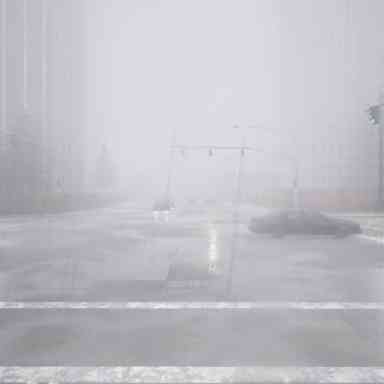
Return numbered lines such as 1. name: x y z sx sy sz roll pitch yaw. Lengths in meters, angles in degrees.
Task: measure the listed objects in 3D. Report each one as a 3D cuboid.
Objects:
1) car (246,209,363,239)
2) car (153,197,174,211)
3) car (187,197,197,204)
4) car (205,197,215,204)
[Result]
1. car: 5.478 1.548 16.630 5.357 1.411 2.033 0 0 -1
2. car: -3.587 1.564 40.774 1.994 1.385 4.181 0 0 0
3. car: 0.019 1.564 64.973 1.994 1.385 4.181 0 0 0
4. car: 3.519 1.601 65.002 1.895 1.301 4.718 0 0 0
